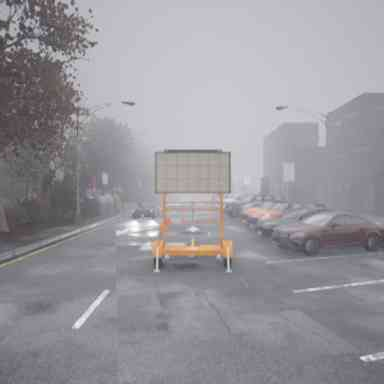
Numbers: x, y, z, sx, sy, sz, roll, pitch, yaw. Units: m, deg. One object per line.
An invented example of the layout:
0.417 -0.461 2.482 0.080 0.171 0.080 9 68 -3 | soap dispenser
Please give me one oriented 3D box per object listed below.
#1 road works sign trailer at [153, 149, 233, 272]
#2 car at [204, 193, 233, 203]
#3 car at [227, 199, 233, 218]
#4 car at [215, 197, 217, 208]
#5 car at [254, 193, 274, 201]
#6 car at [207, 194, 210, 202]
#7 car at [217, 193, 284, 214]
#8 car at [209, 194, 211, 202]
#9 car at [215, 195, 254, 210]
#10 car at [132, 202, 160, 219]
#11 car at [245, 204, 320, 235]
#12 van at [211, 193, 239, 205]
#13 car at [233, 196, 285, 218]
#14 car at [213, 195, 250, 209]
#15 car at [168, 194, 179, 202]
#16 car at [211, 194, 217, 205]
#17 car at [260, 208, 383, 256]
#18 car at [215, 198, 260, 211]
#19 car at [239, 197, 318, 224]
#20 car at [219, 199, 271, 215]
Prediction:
0.028 0.446 10.676 2.380 3.560 2.880 0 0 0 | road works sign trailer
5.620 1.268 70.012 5.566 2.045 2.435 1 0 -20 | car
5.389 1.494 24.945 4.674 1.452 2.002 1 0 -20 | car
5.254 1.449 30.881 5.366 1.575 1.946 1 0 -20 | car
18.635 1.311 85.965 2.435 2.045 5.566 0 1 -21 | car
5.552 1.486 54.975 5.008 1.535 2.097 1 0 -20 | car
5.400 1.202 27.923 5.566 2.045 2.435 1 0 -20 | car
5.581 1.355 51.972 4.553 1.767 2.185 1 0 -20 | car
5.468 1.338 42.954 4.553 1.767 2.185 1 0 -20 | car
-3.938 1.569 28.670 1.895 1.301 4.718 0 0 0 | car
5.319 1.490 15.928 4.792 1.488 2.163 1 0 -20 | car
5.682 1.269 58.020 4.442 1.987 1.878 1 0 -20 | van
5.409 1.330 21.949 4.553 1.767 2.185 1 0 -20 | car
5.485 1.343 45.955 4.553 1.767 2.185 1 0 -20 | car
-3.807 1.157 70.304 2.097 1.767 4.553 0 0 0 | car
5.441 1.206 36.940 5.566 2.045 2.435 1 0 -20 | car
5.337 1.505 12.936 4.674 1.452 2.002 1 0 -20 | car
5.456 1.490 39.940 4.792 1.488 2.163 1 0 -20 | car
5.394 1.333 18.947 4.553 1.767 2.185 1 0 -20 | car
5.417 1.485 33.938 4.792 1.488 2.163 1 0 -20 | car
